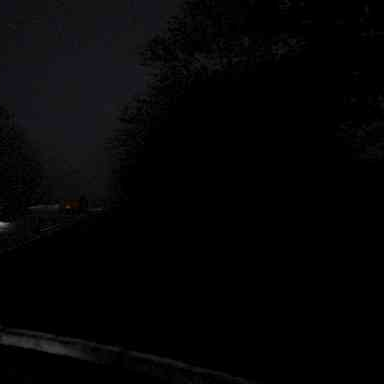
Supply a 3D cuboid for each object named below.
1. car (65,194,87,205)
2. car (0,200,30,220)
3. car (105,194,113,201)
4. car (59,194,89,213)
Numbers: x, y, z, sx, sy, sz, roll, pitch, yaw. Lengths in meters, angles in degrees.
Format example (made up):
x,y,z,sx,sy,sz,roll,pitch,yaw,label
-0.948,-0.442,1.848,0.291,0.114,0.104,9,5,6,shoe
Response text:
x,y,z,sx,sy,sz,roll,pitch,yaw,label
-16.279,1.029,46.787,1.994,1.385,4.181,-1,1,-6,car
-14.186,1.303,25.379,2.033,1.411,5.357,-1,1,-6,car
-13.731,0.827,57.336,2.033,1.411,5.357,-1,1,-7,car
-11.102,1.114,31.525,1.882,1.535,5.008,-1,1,-6,car
